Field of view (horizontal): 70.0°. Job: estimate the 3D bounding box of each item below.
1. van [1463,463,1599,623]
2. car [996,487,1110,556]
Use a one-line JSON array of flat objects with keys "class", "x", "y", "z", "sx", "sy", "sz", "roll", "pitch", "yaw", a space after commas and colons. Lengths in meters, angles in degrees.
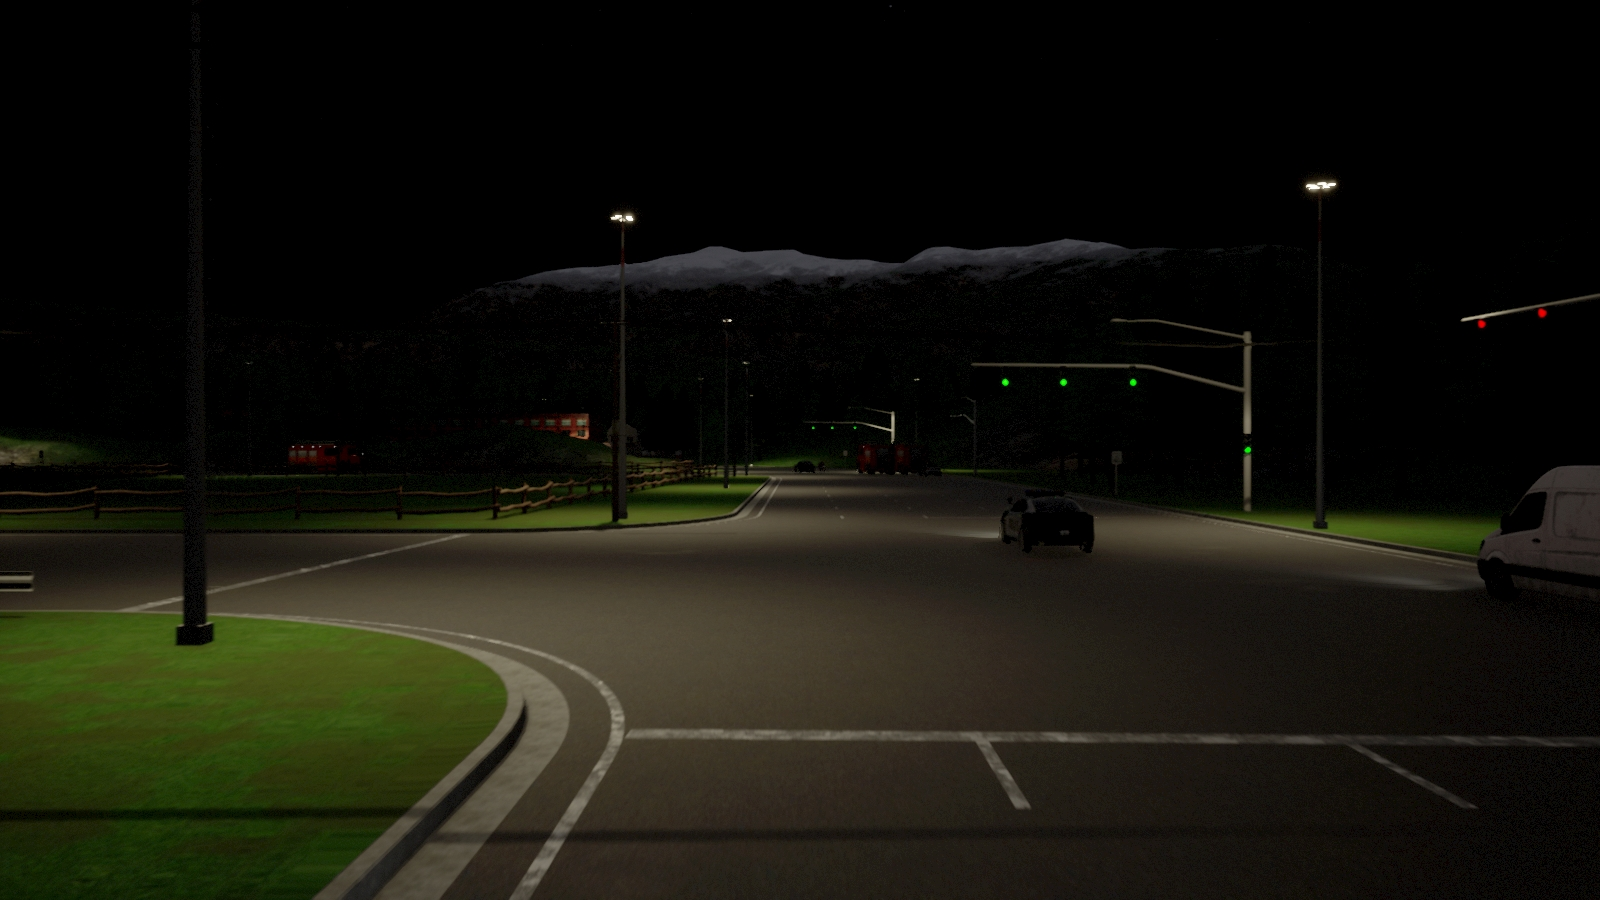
[{"class": "van", "x": 13.989, "y": 1.531, "z": 19.428, "sx": 1.988, "sy": 2.561, "sz": 5.915, "roll": 0, "pitch": 0, "yaw": 0}, {"class": "car", "x": 7.110, "y": 1.976, "z": 32.692, "sx": 2.097, "sy": 1.638, "sz": 5.238, "roll": 0, "pitch": 0, "yaw": 0}]
